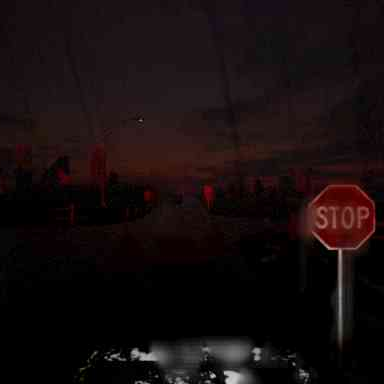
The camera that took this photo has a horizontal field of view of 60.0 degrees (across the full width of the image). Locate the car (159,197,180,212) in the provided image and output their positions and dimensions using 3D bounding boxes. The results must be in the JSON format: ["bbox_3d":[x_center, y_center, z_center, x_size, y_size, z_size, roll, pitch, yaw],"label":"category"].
[{"bbox_3d":[-2.833,1.594,39.743,2.033,1.411,5.357,0,0,0],"label":"car"}]

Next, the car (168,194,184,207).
[{"bbox_3d":[-2.838,1.296,52.150,2.150,2.045,5.566,0,0,-1],"label":"car"}]

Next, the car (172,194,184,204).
[{"bbox_3d":[-2.754,1.341,67.599,2.150,2.045,5.566,0,0,0],"label":"car"}]

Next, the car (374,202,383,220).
[{"bbox_3d":[15.625,1.660,28.997,4.553,1.767,2.097,1,-1,-20],"label":"car"}]
